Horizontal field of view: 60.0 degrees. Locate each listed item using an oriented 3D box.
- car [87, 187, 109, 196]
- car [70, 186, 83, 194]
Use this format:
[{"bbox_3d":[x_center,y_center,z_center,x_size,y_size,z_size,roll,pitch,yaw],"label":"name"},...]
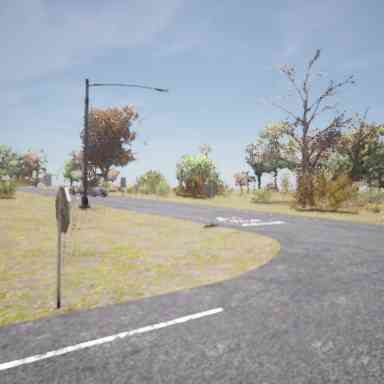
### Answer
[{"bbox_3d":[-14.300,-0.090,50.473,2.033,1.411,5.357,1,2,-36],"label":"car"},{"bbox_3d":[-19.894,-0.383,58.266,1.994,1.385,4.181,1,1,-36],"label":"car"}]
